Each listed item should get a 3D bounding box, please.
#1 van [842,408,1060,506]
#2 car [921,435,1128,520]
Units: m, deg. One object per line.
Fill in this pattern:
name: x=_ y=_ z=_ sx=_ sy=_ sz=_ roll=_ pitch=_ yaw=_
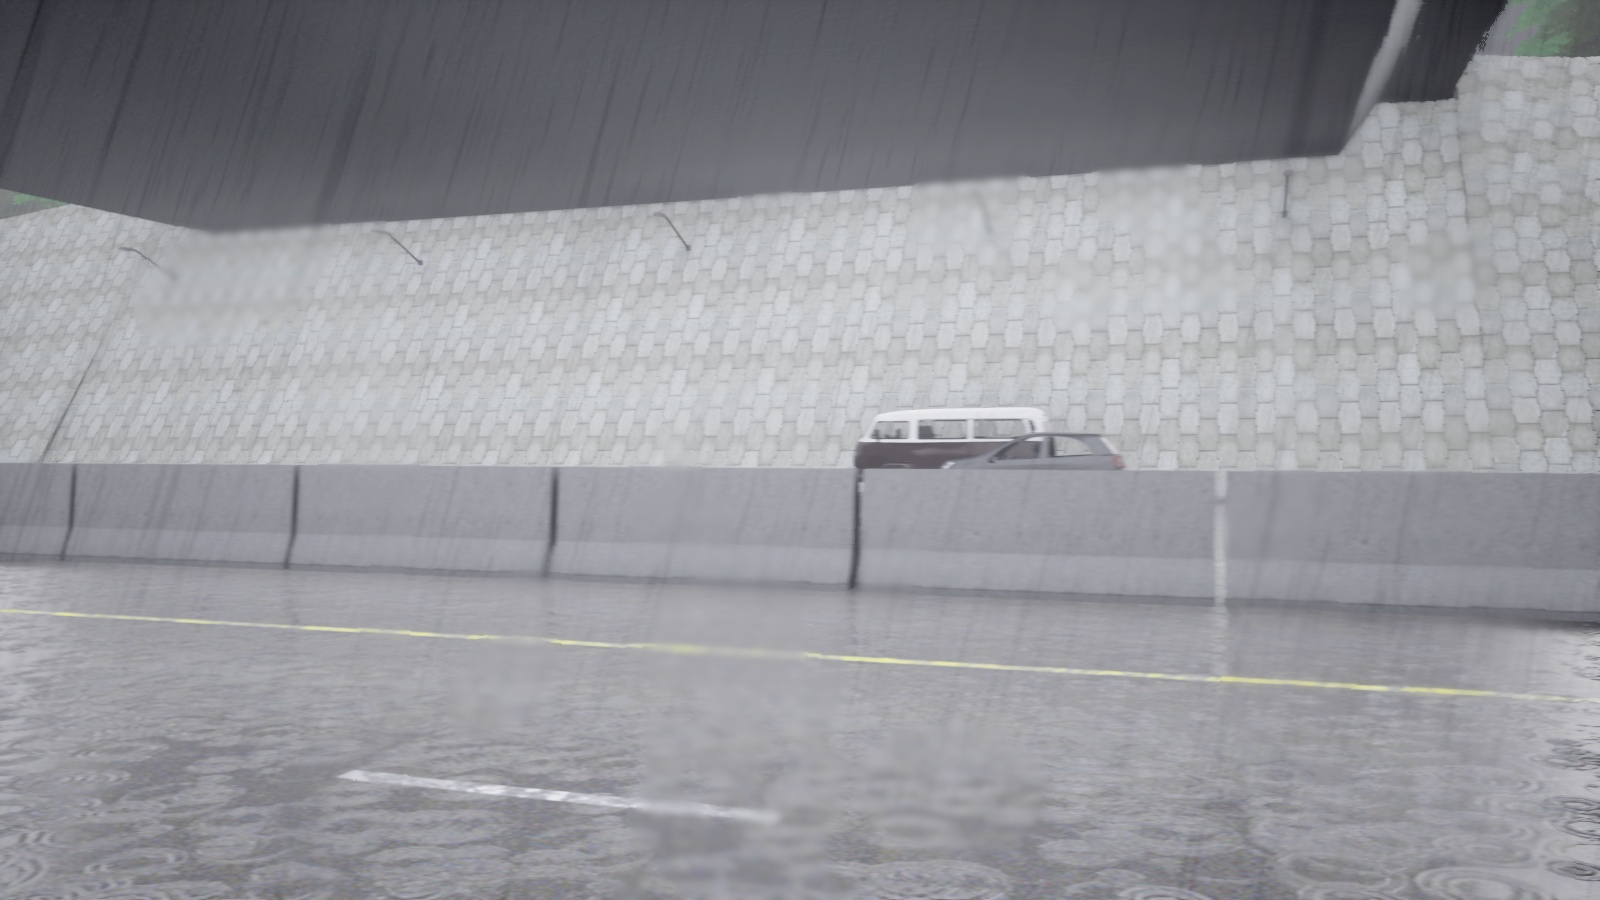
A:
van: x=3.378 y=0.116 z=27.900 sx=4.480 sy=2.038 sz=2.069 roll=1 pitch=1 yaw=19
car: x=4.302 y=0.474 z=23.901 sx=3.633 sy=1.501 sz=1.845 roll=1 pitch=1 yaw=19
